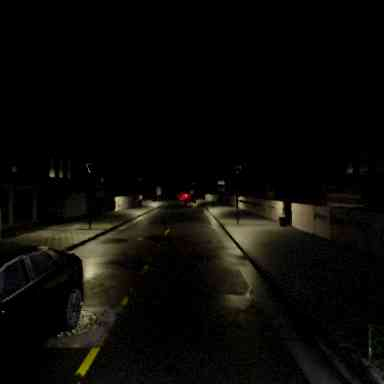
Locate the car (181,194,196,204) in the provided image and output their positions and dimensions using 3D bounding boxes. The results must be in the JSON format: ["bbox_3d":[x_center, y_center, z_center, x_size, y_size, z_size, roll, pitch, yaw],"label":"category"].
[{"bbox_3d":[-0.422,1.439,61.305,1.895,1.301,4.718,0,0,-7],"label":"car"}]

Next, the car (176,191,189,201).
[{"bbox_3d":[-1.929,0.852,71.439,2.150,2.045,5.566,0,0,-14],"label":"car"}]

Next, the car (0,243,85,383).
[{"bbox_3d":[-2.822,1.489,4.031,2.128,1.511,4.902,0,0,0],"label":"car"}]
